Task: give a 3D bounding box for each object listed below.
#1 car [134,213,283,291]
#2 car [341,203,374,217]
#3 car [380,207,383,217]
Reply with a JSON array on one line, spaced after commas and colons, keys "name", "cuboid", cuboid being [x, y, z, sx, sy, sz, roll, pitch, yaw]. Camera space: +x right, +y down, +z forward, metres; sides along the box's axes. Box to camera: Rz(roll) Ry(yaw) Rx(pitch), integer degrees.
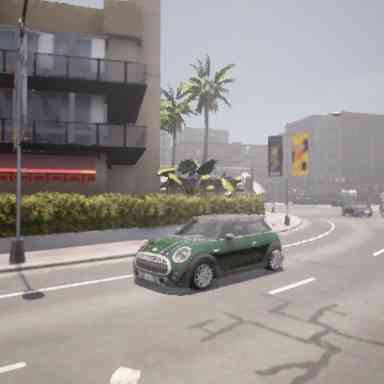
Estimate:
[{"name": "car", "cuboid": [0.609, 1.457, 9.463, 4.553, 1.767, 2.097, 1, -1, -43]}, {"name": "car", "cuboid": [18.651, 2.021, 37.659, 2.128, 1.511, 4.902, 0, -1, 2]}, {"name": "car", "cuboid": [21.878, 1.873, 35.152, 2.097, 1.767, 4.553, 0, -1, 5]}]
